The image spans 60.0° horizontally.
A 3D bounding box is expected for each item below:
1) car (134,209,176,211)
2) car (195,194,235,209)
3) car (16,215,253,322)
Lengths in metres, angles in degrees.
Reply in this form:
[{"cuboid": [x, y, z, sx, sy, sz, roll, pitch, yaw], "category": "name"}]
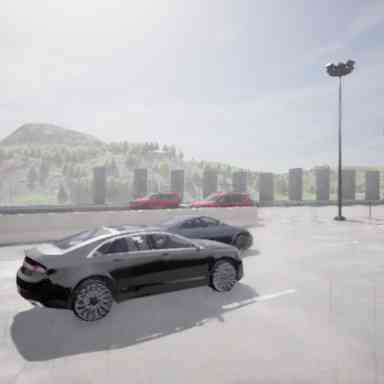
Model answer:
[{"cuboid": [-3.690, 1.103, 34.658, 5.566, 2.045, 2.150, 0, 0, -30], "category": "car"}, {"cuboid": [2.291, 1.137, 26.022, 5.566, 2.045, 2.150, 0, 0, -30], "category": "car"}, {"cuboid": [-1.016, 1.466, 7.172, 4.902, 1.511, 2.128, 0, 0, -34], "category": "car"}]
